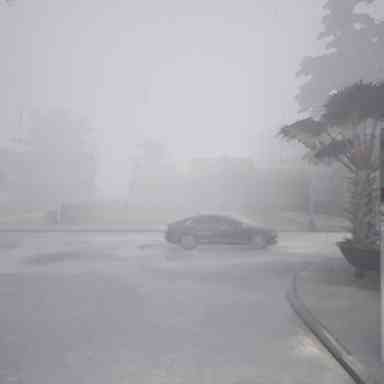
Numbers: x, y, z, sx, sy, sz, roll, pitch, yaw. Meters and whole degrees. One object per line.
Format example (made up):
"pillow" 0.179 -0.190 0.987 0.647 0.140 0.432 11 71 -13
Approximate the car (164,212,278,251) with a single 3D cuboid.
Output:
"car" 1.235 1.671 14.501 4.892 1.490 1.837 0 -1 0
